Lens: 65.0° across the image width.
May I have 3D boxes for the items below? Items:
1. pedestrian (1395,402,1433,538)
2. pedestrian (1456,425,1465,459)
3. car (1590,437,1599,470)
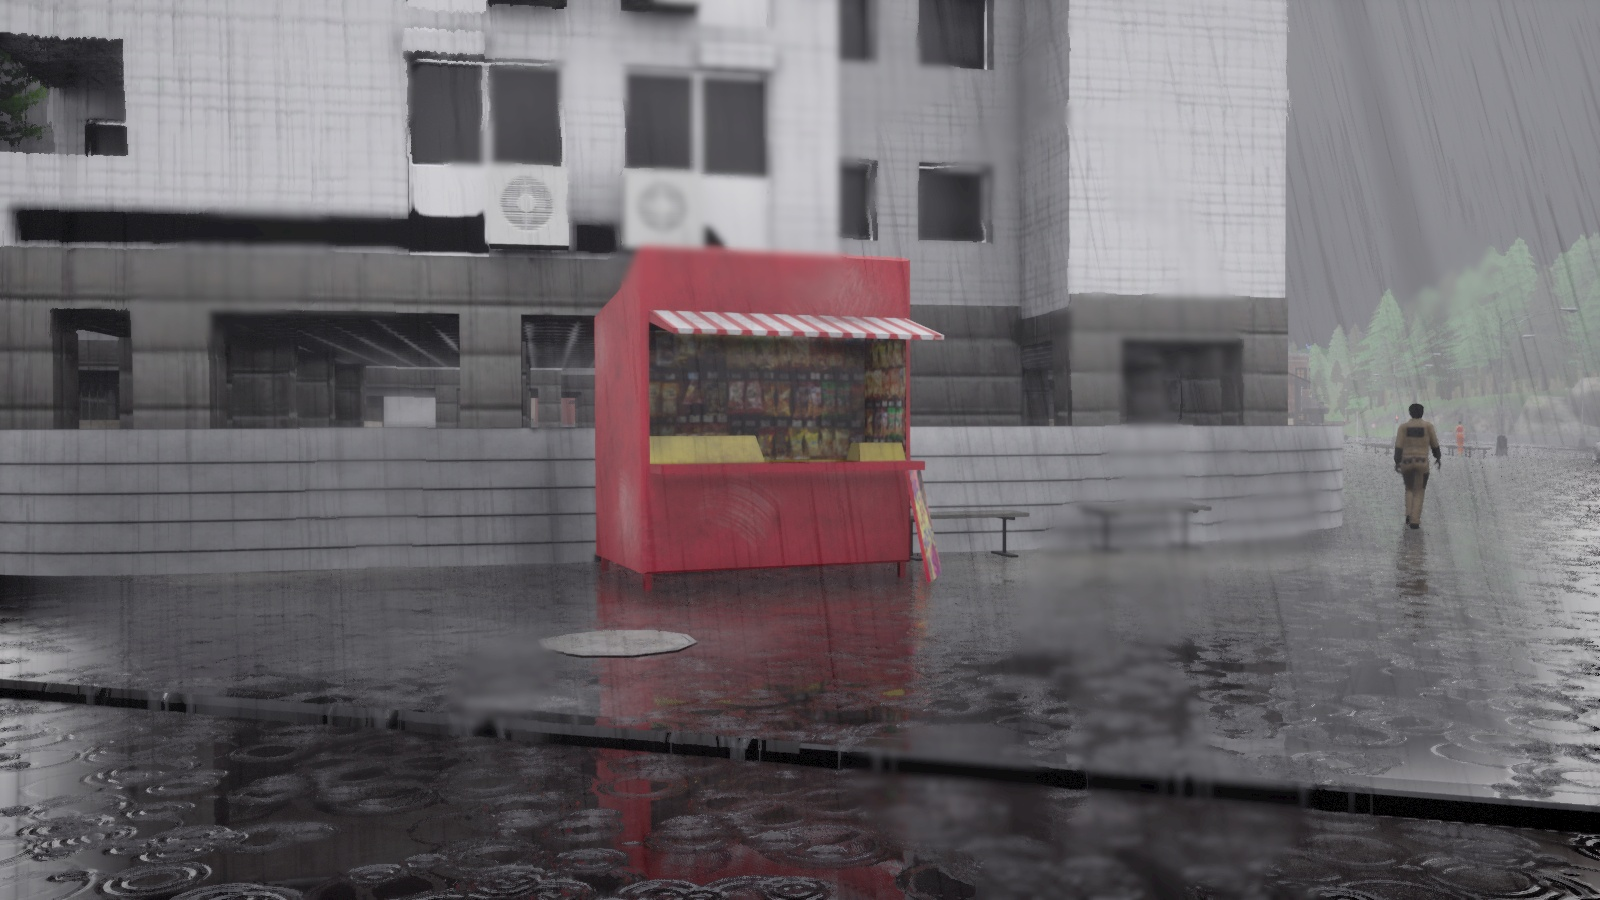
[{"bbox_3d":[8.880,0.279,18.164,0.396,1.930,0.692,1,1,33],"label":"pedestrian"},{"bbox_3d":[36.828,-0.447,70.059,0.345,1.836,0.594,1,1,19],"label":"pedestrian"},{"bbox_3d":[35.316,0.168,53.390,1.994,1.385,4.181,1,1,18],"label":"car"}]
